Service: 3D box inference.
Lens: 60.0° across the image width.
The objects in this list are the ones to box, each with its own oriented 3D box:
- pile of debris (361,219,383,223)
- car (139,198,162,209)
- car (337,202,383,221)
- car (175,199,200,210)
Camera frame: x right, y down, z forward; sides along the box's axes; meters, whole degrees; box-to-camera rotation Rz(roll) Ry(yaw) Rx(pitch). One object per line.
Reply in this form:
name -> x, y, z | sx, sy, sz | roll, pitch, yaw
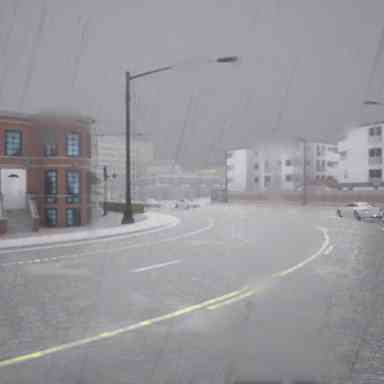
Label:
pile of debris -> 13.889, 2.185, 24.931 | 1.500, 0.140, 1.860 | 0, 0, 2
car -> -6.021, 1.653, 47.315 | 1.812, 1.442, 4.674 | 0, 0, -32
car -> 13.828, 1.541, 27.563 | 1.812, 1.442, 4.674 | 0, 0, -2
car -> -0.702, 1.631, 45.455 | 1.812, 1.442, 4.674 | 0, 0, -32
